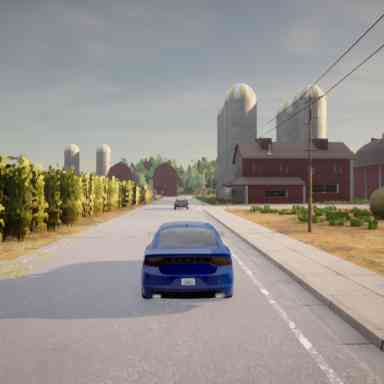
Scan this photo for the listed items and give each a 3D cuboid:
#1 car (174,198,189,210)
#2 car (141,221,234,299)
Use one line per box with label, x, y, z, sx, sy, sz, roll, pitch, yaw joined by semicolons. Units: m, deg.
car;-1.423;1.490;43.854;2.128;1.511;4.902;0;0;-2
car;-0.141;1.478;8.510;1.882;1.535;5.008;0;0;-2
